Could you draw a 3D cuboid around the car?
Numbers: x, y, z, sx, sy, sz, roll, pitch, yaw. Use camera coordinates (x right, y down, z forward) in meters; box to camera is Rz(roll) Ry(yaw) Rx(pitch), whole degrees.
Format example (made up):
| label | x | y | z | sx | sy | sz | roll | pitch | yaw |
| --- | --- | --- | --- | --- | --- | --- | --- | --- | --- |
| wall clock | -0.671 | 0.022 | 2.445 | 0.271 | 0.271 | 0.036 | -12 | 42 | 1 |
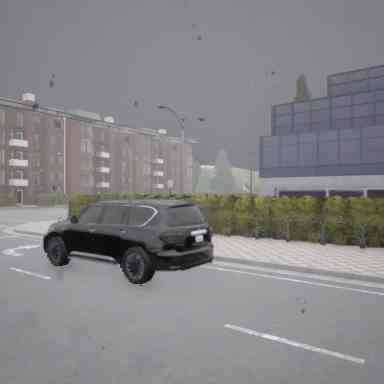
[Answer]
| label | x | y | z | sx | sy | sz | roll | pitch | yaw |
| --- | --- | --- | --- | --- | --- | --- | --- | --- | --- |
| car | -2.005 | 1.223 | 9.709 | 5.566 | 2.045 | 2.150 | 0 | 0 | 35 |
